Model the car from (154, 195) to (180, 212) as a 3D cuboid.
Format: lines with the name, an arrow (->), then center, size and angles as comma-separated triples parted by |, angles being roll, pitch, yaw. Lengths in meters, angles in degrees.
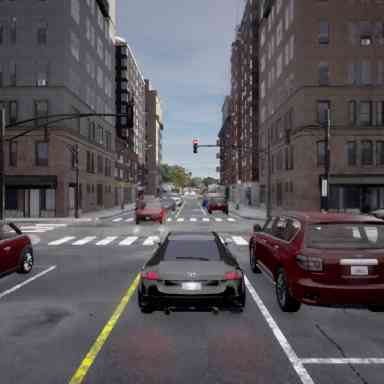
car -> -2.891, 1.490, 39.053 | 2.128, 1.511, 4.902 | 0, 0, 0

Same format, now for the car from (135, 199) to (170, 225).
car -> -2.886, 1.480, 24.213 | 1.882, 1.535, 5.008 | 0, 0, 0

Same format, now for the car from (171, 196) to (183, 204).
car -> -2.847, 1.560, 62.700 | 1.994, 1.385, 4.181 | 0, 0, 1

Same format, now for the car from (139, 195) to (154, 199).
car -> -5.475, 1.313, 40.164 | 2.192, 1.841, 5.009 | 0, 0, 0

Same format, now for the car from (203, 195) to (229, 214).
car -> 2.652, 1.313, 34.673 | 2.192, 1.841, 5.009 | 0, 0, 0

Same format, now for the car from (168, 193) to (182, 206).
car -> -2.862, 1.222, 51.198 | 2.150, 2.045, 5.566 | 0, 0, 1

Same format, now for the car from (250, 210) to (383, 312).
car -> 2.628, 1.315, 7.617 | 2.192, 1.841, 5.009 | 0, 0, 0

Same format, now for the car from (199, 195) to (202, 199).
car -> 2.615, 1.312, 51.185 | 2.192, 1.841, 5.009 | 0, 0, 0

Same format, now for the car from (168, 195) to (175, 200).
car -> -5.526, 1.575, 89.698 | 1.802, 1.307, 4.206 | 0, 0, 0

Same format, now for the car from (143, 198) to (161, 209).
car -> -5.480, 1.563, 45.668 | 1.947, 1.339, 4.313 | 0, 0, 0

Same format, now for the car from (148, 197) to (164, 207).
car -> -5.486, 1.548, 51.172 | 2.008, 1.369, 4.403 | 0, 0, 0

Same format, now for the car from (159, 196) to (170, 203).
car -> -5.503, 1.540, 67.683 | 1.887, 1.381, 4.507 | 0, 0, 0

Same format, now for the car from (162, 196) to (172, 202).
car -> -5.509, 1.539, 73.186 | 1.887, 1.381, 4.507 | 0, 0, 0

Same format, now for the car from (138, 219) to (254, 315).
car -> 0.014, 1.564, 7.640 | 1.994, 1.385, 4.181 | 0, 0, 1

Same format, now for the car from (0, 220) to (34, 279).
car -> -5.397, 1.440, 7.605 | 1.967, 1.590, 4.097 | 0, 0, 0
